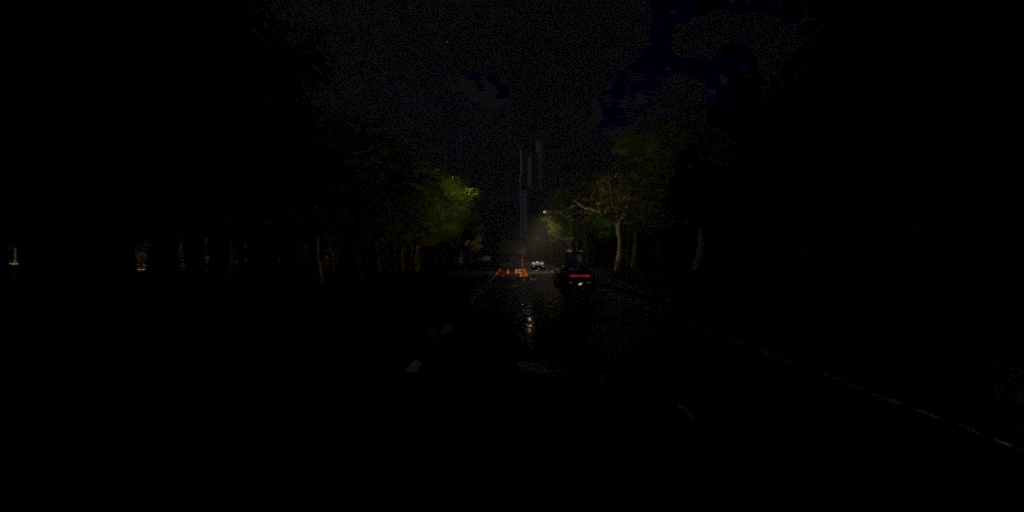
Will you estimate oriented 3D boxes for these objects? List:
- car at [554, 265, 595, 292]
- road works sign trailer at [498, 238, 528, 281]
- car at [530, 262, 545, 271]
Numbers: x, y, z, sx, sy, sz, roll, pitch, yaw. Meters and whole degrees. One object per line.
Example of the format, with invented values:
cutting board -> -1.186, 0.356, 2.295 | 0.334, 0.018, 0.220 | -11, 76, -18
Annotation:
car -> 3.600, 1.262, 21.258 | 2.128, 1.511, 4.902 | 0, 0, 0
road works sign trailer -> -0.001, 0.250, 30.444 | 2.380, 3.560, 2.880 | 0, 0, 0
car -> 3.598, 1.431, 51.002 | 1.895, 1.301, 4.718 | 0, 0, 0
